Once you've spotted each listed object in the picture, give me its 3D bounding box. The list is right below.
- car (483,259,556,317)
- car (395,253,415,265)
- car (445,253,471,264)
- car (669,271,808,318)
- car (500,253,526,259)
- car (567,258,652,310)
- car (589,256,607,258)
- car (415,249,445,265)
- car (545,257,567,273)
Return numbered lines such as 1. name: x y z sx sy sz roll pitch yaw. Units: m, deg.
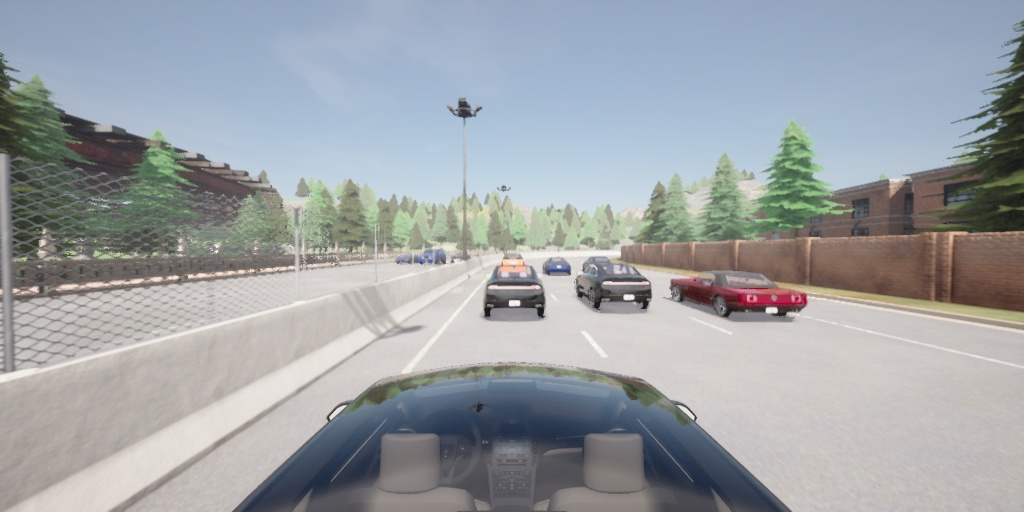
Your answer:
1. car: 0.077 1.027 12.148 2.128 1.511 4.902 0 1 0
2. car: -13.488 0.368 47.003 2.033 1.411 5.357 0 1 6
3. car: -6.524 0.337 45.795 2.128 1.511 4.902 0 1 5
4. car: 7.077 1.140 11.965 1.895 1.301 4.718 0 1 0
5. car: 0.080 0.556 28.325 2.097 1.767 4.553 0 1 0
6. car: 3.582 1.002 13.375 2.128 1.511 4.902 0 1 0
7. car: 7.078 0.703 29.603 1.812 1.442 4.674 0 1 0
8. car: -10.076 0.066 45.821 2.150 2.045 5.566 0 1 5
9. car: 3.583 0.749 29.231 1.994 1.385 4.181 0 1 0
